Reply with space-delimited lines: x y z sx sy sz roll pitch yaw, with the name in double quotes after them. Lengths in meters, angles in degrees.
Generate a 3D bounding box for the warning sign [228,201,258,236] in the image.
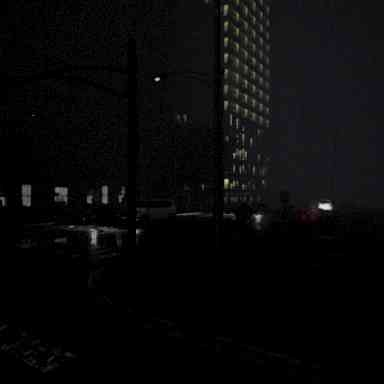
2.893 1.444 18.718 1.300 1.860 1.060 1 1 33 "warning sign"

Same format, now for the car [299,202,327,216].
16.268 2.441 44.674 1.895 1.301 4.718 0 -1 33 "car"

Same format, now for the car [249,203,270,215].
9.186 2.282 45.899 1.837 1.490 4.892 0 -2 33 "car"

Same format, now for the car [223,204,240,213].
6.135 2.358 47.172 1.895 1.301 4.718 0 -1 33 "car"

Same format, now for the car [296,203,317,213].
18.932 2.556 54.892 2.033 1.411 5.357 0 -1 33 "car"

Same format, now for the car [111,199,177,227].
-3.405 1.583 26.423 2.150 2.045 5.566 0 -1 33 "car"

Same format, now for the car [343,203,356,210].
31.243 2.821 65.893 1.812 1.442 4.674 0 -1 33 "car"

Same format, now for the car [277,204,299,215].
13.401 2.376 46.227 2.033 1.411 5.357 0 -1 33 "car"

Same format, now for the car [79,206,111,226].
-6.878 1.856 27.033 1.812 1.442 4.674 0 -1 33 "car"

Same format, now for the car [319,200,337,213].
21.682 2.238 53.159 2.150 2.045 5.566 0 -1 33 "car"
